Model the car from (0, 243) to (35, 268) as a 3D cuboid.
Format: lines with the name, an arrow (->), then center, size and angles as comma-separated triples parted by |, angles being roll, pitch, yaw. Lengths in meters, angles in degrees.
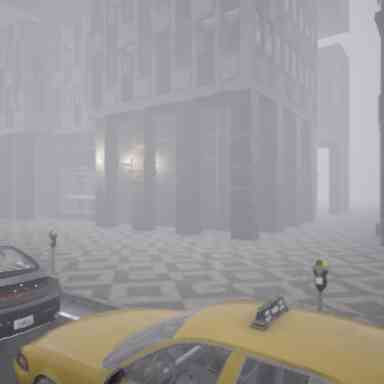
car -> -4.090, 1.561, 5.830 | 4.403, 1.369, 2.008 | 0, 0, 35

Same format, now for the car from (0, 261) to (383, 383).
car -> 0.383, 1.524, 2.688 | 4.829, 1.417, 1.752 | 0, 0, 35
